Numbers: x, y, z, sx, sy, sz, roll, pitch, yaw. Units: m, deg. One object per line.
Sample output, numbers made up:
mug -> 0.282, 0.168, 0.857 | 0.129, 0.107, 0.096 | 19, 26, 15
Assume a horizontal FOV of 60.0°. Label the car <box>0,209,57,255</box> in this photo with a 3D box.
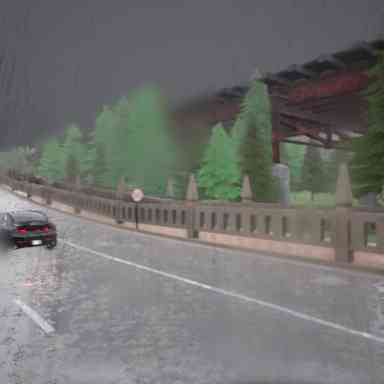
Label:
car -> -6.997, 1.436, 13.406 | 1.837, 1.490, 4.892 | -1, 2, -41
